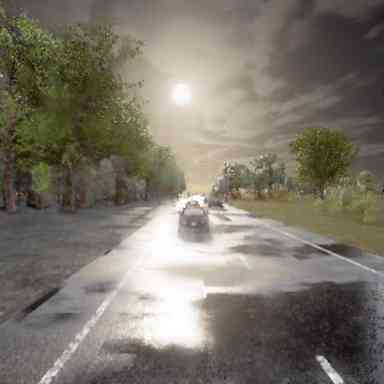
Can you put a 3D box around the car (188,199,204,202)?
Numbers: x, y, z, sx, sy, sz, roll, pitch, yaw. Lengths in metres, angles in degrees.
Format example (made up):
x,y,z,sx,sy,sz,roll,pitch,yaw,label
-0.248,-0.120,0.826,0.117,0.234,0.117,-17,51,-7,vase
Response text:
x,y,z,sx,sy,sz,roll,pitch,yaw,label
0.101,1.713,40.217,2.033,1.411,5.357,0,0,0,car

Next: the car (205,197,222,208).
x,y,z,sx,sy,sz,roll,pitch,yaw,label
3.604,1.571,52.776,2.097,1.767,4.553,0,0,0,car

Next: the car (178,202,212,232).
x,y,z,sx,sy,sz,roll,pitch,yaw,label
0.099,1.610,20.653,1.812,1.442,4.674,0,0,0,car
